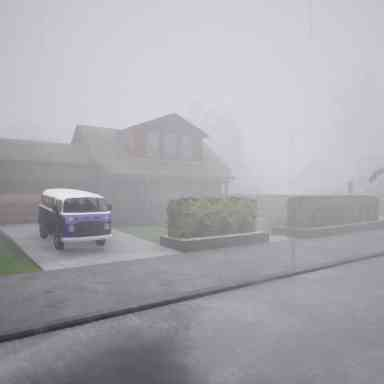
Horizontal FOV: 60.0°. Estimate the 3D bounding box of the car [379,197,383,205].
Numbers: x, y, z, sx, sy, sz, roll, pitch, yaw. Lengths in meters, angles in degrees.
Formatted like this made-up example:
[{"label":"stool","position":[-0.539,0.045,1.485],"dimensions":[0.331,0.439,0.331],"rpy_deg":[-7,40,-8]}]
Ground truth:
[{"label":"car","position":[24.678,0.985,41.408],"dimensions":[3.866,1.878,1.905],"rpy_deg":[0,0,0]}]
